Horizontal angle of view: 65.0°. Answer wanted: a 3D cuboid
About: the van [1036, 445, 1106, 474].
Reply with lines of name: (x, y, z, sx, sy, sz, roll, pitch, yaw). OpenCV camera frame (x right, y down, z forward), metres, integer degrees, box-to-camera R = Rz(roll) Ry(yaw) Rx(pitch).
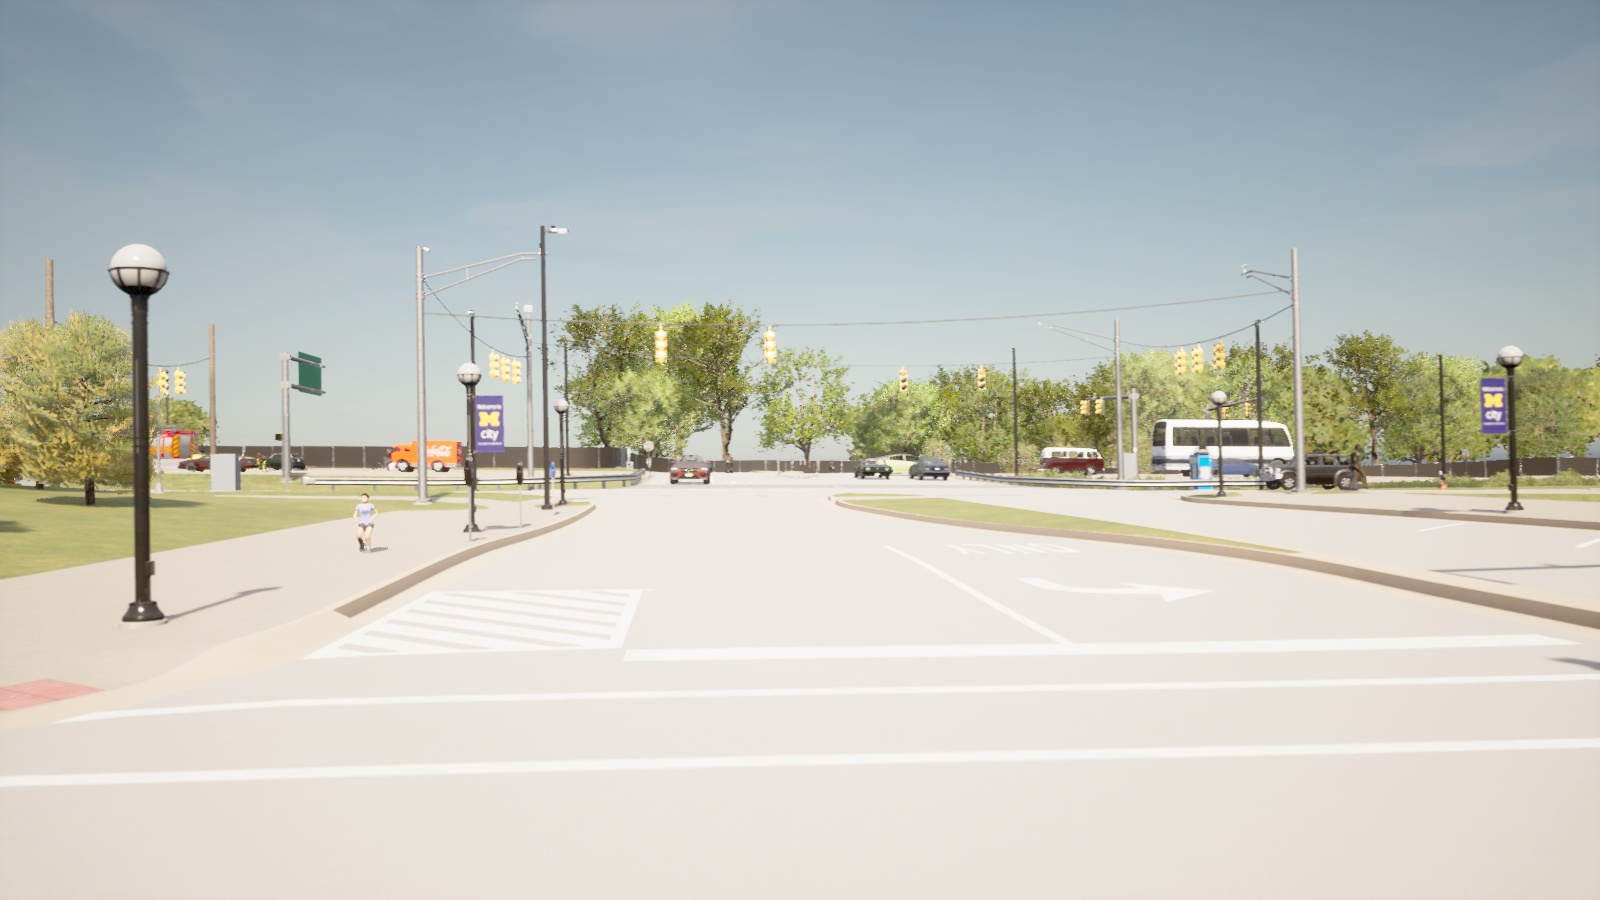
van: (19.305, 0.714, 89.482, 4.480, 2.038, 2.069, 0, -1, -4)

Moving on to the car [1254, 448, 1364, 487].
car: (25.202, 0.867, 62.266, 4.605, 1.855, 1.932, -1, -1, -4)

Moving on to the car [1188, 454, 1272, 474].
car: (30.923, 1.021, 90.353, 5.357, 1.411, 2.033, 0, -1, -4)

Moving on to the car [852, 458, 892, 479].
car: (4.632, 1.185, 81.547, 1.895, 1.301, 4.718, 0, 1, -6)

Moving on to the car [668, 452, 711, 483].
car: (-6.172, 0.973, 70.776, 2.152, 1.651, 5.027, 0, -1, -2)

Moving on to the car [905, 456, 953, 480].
car: (8.236, 1.142, 80.692, 2.033, 1.411, 5.357, 0, 0, -6)

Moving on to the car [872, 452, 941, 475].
car: (7.486, 0.947, 88.575, 4.514, 1.525, 2.007, 0, 1, -5)

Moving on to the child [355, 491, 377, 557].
child: (-7.508, 1.278, 21.723, 0.255, 1.110, 0.394, -2, -1, -4)

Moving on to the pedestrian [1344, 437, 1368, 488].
pedestrian: (21.551, 0.490, 48.659, 0.692, 1.930, 0.395, -2, -1, -5)
